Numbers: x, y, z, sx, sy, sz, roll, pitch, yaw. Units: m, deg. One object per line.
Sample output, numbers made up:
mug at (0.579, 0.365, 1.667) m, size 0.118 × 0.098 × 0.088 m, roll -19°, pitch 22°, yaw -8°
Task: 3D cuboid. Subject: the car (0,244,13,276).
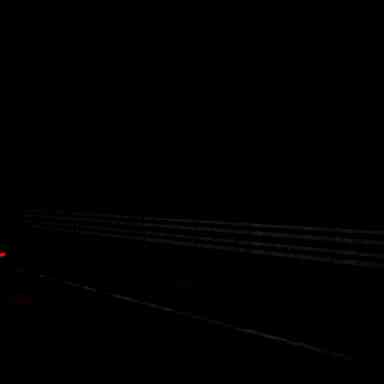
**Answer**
car at (-6.807, 1.537, 8.729) m, size 5.357 × 1.411 × 2.033 m, roll 0°, pitch 0°, yaw 35°
